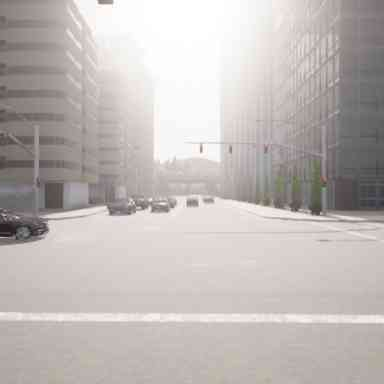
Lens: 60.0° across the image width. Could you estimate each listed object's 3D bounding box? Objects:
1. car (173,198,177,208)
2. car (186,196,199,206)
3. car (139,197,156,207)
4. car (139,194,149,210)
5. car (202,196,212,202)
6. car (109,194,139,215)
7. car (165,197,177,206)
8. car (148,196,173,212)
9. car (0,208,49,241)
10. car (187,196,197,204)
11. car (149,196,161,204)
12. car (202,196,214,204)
[{"bbox_3d":[-3.633,1.383,48.101,2.097,1.767,4.553,0,0,0],"label":"car"},{"bbox_3d":[0.067,1.513,54.150,1.882,1.535,5.008,0,0,0],"label":"car"},{"bbox_3d":[-7.131,1.526,53.946,2.128,1.511,4.902,0,0,0],"label":"car"},{"bbox_3d":[-7.132,1.250,43.987,2.150,2.045,5.566,0,0,0],"label":"car"},{"bbox_3d":[3.442,1.578,76.124,1.994,1.385,4.181,0,0,0],"label":"car"},{"bbox_3d":[-7.127,1.374,34.398,2.097,1.767,4.553,0,0,0],"label":"car"},{"bbox_3d":[-3.623,1.638,57.869,1.895,1.301,4.718,0,0,0],"label":"car"},{"bbox_3d":[-3.630,1.530,38.896,1.837,1.490,4.892,0,0,0],"label":"car"},{"bbox_3d":[-9.367,1.488,15.612,4.892,1.490,1.837,0,2,-16],"label":"car"},{"bbox_3d":[-0.051,1.521,66.620,1.882,1.535,5.008,0,0,0],"label":"car"},{"bbox_3d":[-7.095,1.546,64.385,1.837,1.490,4.892,0,0,0],"label":"car"},{"bbox_3d":[3.448,1.548,67.456,1.837,1.490,4.892,0,0,0],"label":"car"}]
